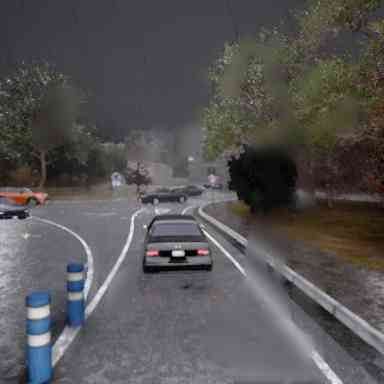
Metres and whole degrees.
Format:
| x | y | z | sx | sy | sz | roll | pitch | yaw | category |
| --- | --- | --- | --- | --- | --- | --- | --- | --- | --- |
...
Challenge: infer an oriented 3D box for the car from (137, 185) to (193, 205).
| x | y | z | sx | sy | sz | roll | pitch | yaw | category |
| --- | --- | --- | --- | --- | --- | --- | --- | --- | --- |
| -2.621 | 0.368 | 30.368 | 4.892 | 1.490 | 1.837 | -2 | 4 | -39 | car |

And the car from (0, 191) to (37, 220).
| x | y | z | sx | sy | sz | roll | pitch | yaw | category |
| --- | --- | --- | --- | --- | --- | --- | --- | --- | --- |
| -11.993 | 0.962 | 20.569 | 5.357 | 1.411 | 2.033 | 3 | 4 | 41 | car |

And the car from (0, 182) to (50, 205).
| x | y | z | sx | sy | sz | roll | pitch | yaw | category |
| --- | --- | --- | --- | --- | --- | --- | --- | --- | --- |
| -14.733 | 0.305 | 28.717 | 4.553 | 1.767 | 2.097 | 0 | 3 | -2 | car |

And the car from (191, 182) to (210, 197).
| x | y | z | sx | sy | sz | roll | pitch | yaw | category |
| --- | --- | --- | --- | --- | --- | --- | --- | --- | --- |
| -0.346 | -0.066 | 38.124 | 1.837 | 1.490 | 4.892 | 3 | 5 | 36 | car |

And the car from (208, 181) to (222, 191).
| x | y | z | sx | sy | sz | roll | pitch | yaw | category |
| --- | --- | --- | --- | --- | --- | --- | --- | --- | --- |
| 3.291 | -1.051 | 54.987 | 2.128 | 1.511 | 4.902 | -1 | 3 | -20 | car |

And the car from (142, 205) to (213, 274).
| x | y | z | sx | sy | sz | roll | pitch | yaw | category |
| --- | --- | --- | --- | --- | --- | --- | --- | --- | --- |
| -0.543 | 1.399 | 10.207 | 2.033 | 1.411 | 5.357 | 0 | 2 | -5 | car |
